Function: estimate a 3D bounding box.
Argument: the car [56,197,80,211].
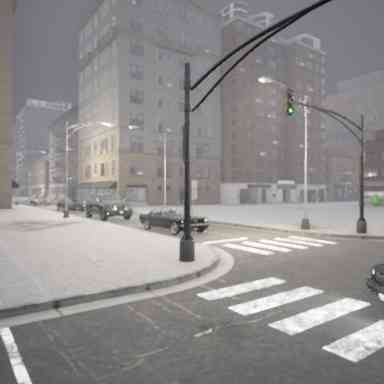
[{"bbox_3d":[-12.751,1.323,34.885,1.882,1.535,5.008,0,0,-36],"label":"car"}]

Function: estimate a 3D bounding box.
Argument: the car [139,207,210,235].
[{"bbox_3d":[-1.092,1.539,18.572,1.895,1.301,4.718,0,0,-36],"label":"car"}]

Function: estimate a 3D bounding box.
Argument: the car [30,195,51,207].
[{"bbox_3d":[-21.817,1.190,47.715,2.097,1.767,4.553,0,0,-36],"label":"car"}]

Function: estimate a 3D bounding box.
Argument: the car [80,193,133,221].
[{"bbox_3d":[-6.747,1.114,26.468,2.150,2.045,5.566,0,0,-35],"label":"car"}]

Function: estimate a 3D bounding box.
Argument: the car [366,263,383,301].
[{"bbox_3d":[6.149,1.555,5.827,5.357,1.411,2.033,0,0,7],"label":"car"}]
